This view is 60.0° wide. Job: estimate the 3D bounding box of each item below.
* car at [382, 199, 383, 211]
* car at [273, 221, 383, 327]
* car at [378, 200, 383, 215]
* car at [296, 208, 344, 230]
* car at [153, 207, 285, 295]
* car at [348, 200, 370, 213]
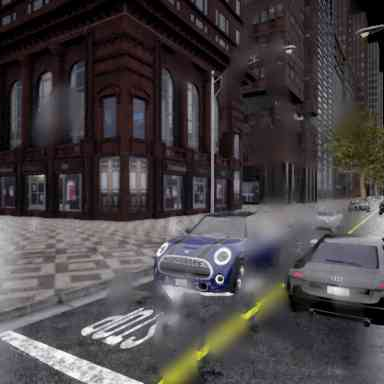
[{"bbox_3d":[25.459,1.592,42.377,2.033,1.411,5.357,0,0,32],"label":"car"},{"bbox_3d":[3.416,1.568,7.058,1.994,1.385,4.181,0,0,32],"label":"car"},{"bbox_3d":[19.991,1.532,33.515,1.837,1.490,4.892,0,0,32],"label":"car"},{"bbox_3d":[7.639,1.611,19.681,1.895,1.301,4.718,0,0,32],"label":"car"},{"bbox_3d":[0.972,1.353,9.001,2.097,1.767,4.553,0,0,32],"label":"car"},{"bbox_3d":[19.130,1.592,37.925,1.994,1.385,4.181,0,0,32],"label":"car"}]
